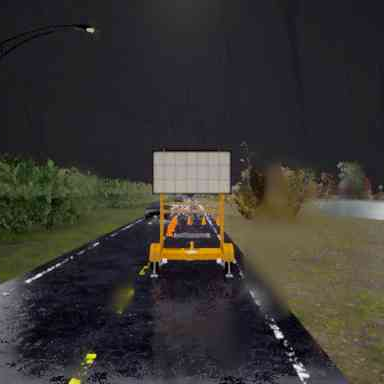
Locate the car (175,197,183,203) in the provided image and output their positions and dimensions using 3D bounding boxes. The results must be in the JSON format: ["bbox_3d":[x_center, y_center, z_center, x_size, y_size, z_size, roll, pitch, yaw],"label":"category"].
[{"bbox_3d":[-2.769,1.681,68.852,2.033,1.411,5.357,0,0,0],"label":"car"}]

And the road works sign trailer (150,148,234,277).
[{"bbox_3d":[-0.004,0.471,10.234,2.380,3.560,2.880,0,0,0],"label":"road works sign trailer"}]

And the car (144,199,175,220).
[{"bbox_3d":[-2.861,1.580,28.707,2.033,1.411,5.357,0,0,0],"label":"car"}]
